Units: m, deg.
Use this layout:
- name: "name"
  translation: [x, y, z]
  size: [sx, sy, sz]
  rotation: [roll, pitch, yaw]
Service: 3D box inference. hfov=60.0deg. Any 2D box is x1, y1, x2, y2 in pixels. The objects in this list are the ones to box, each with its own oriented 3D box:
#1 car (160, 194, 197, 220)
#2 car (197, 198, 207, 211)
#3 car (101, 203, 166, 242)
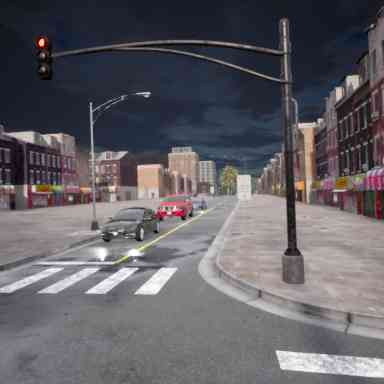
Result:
- name: "car"
  translation: [-1.282, 1.196, 27.575]
  size: [2.150, 2.045, 5.566]
  rotation: [-2, 0, 9]
- name: "car"
  translation: [0.599, 1.397, 38.971]
  size: [1.812, 1.442, 4.674]
  rotation: [-2, 0, 9]
- name: "car"
  translation: [-2.984, 1.570, 17.035]
  size: [1.837, 1.490, 4.892]
  rotation: [-2, 0, 9]
